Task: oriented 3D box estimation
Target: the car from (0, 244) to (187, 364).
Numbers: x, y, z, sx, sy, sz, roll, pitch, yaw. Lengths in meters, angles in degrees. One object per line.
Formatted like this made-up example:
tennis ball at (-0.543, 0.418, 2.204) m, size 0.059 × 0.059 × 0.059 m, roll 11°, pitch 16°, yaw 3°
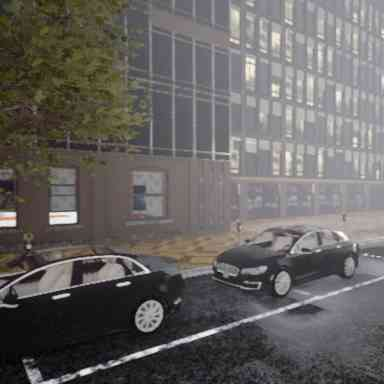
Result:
car at (-2.132, 1.548, 5.039) m, size 4.403 × 1.369 × 2.008 m, roll 0°, pitch 0°, yaw -35°

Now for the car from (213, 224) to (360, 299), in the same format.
car at (2.502, 1.533, 8.344) m, size 4.403 × 1.369 × 2.008 m, roll 0°, pitch 0°, yaw -35°
